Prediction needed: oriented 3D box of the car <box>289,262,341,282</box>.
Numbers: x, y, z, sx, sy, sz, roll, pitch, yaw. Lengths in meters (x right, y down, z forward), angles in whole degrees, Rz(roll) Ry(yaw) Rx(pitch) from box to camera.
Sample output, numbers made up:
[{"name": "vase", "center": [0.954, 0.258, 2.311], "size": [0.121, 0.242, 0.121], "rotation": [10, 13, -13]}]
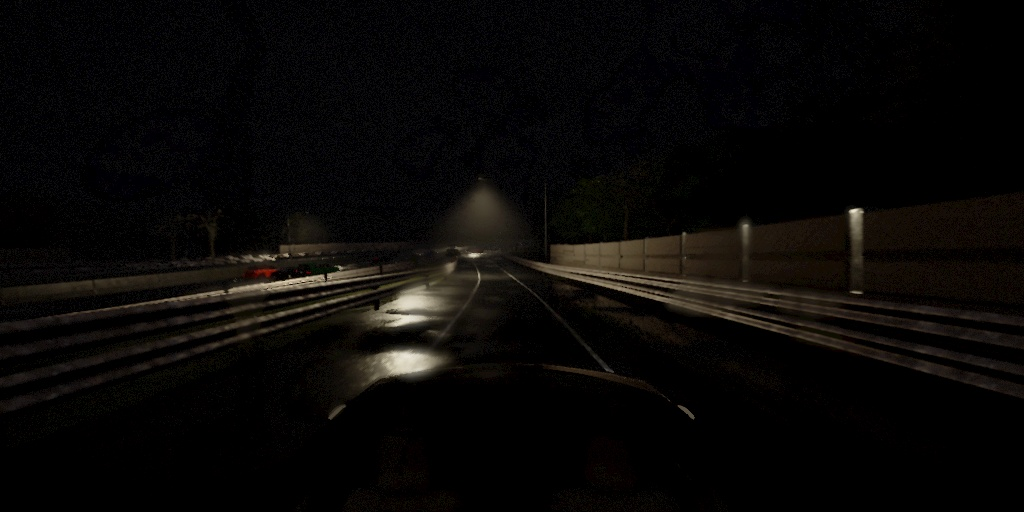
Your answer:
[{"name": "car", "center": [-22.273, 1.733, 41.372], "size": [2.150, 2.045, 5.566], "rotation": [0, 3, 10]}]

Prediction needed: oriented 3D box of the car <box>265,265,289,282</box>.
[{"name": "car", "center": [-25.720, 2.001, 41.992], "size": [1.882, 1.535, 5.008], "rotation": [0, 3, 10]}]

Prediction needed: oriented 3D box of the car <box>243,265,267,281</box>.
[{"name": "car", "center": [-29.172, 1.854, 42.566], "size": [2.097, 1.767, 4.553], "rotation": [0, 3, 10]}]
